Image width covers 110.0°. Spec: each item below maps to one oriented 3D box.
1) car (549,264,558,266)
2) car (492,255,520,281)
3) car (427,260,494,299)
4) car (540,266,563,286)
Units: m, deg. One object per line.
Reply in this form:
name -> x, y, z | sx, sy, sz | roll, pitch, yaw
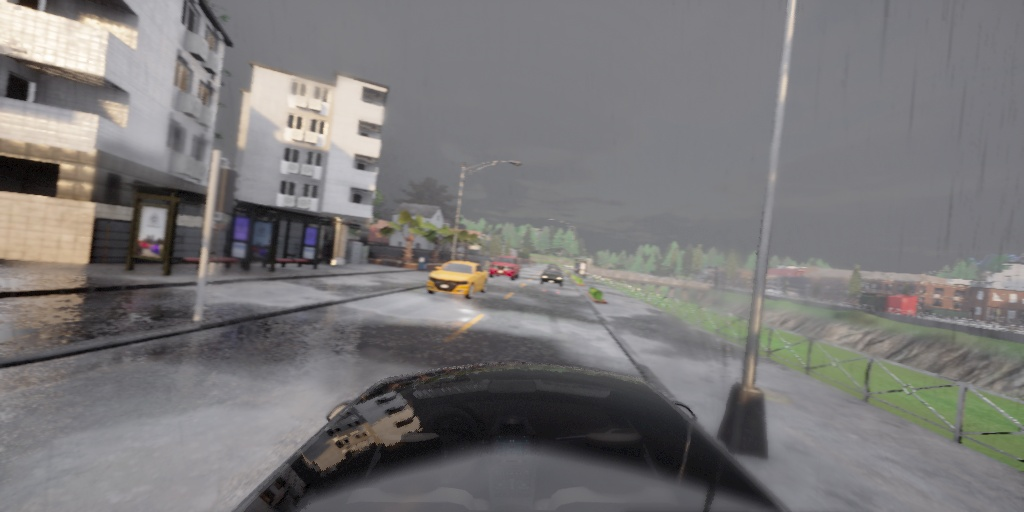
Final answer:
car -> 6.248, 1.986, 54.403 | 2.097, 1.767, 4.553 | 7, 0, 7
car -> -0.564, 0.991, 32.022 | 2.150, 2.045, 5.566 | 7, 0, 7
car -> -2.391, 0.988, 16.884 | 1.882, 1.535, 5.008 | 7, 0, 7
car -> 3.539, 1.851, 31.654 | 1.895, 1.301, 4.718 | 7, 0, 7
